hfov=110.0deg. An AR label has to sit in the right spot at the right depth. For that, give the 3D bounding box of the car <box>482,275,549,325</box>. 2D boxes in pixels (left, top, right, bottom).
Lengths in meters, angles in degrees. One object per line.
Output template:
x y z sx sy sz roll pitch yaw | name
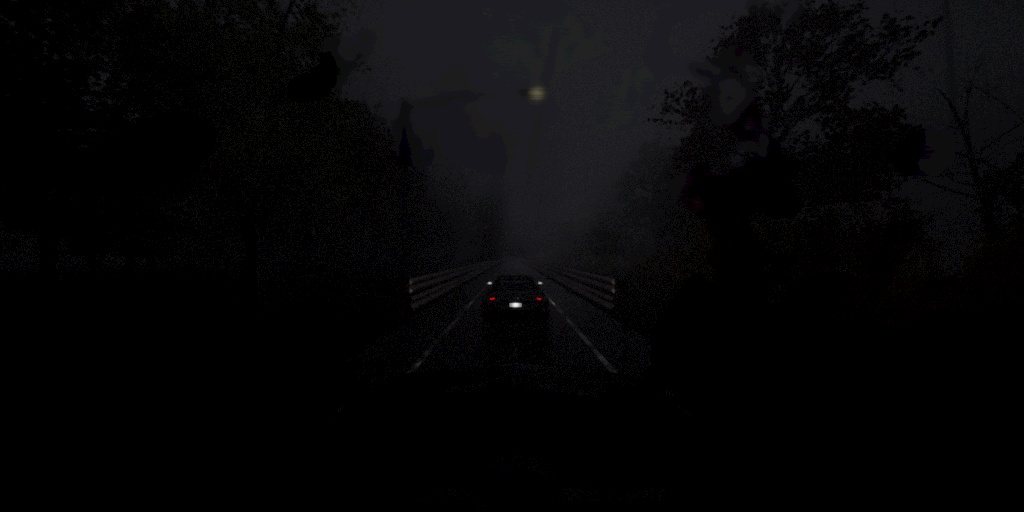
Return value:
0.102 1.316 11.855 1.994 1.385 4.181 0 0 0 | car
